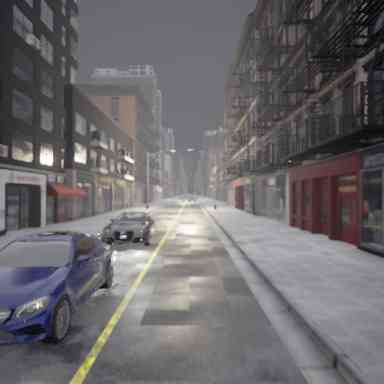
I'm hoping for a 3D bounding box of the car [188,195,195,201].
[{"bbox_3d":[-0.044,1.530,86.610,1.812,1.442,4.674,0,0,0],"label":"car"}]

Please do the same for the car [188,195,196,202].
[{"bbox_3d":[-0.039,1.710,76.638,1.895,1.301,4.718,0,0,0],"label":"car"}]

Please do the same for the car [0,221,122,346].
[{"bbox_3d":[-2.849,1.552,6.595,1.812,1.442,4.674,0,0,0],"label":"car"}]

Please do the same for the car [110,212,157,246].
[{"bbox_3d":[-2.758,1.622,15.403,1.994,1.385,4.181,0,0,0],"label":"car"}]
